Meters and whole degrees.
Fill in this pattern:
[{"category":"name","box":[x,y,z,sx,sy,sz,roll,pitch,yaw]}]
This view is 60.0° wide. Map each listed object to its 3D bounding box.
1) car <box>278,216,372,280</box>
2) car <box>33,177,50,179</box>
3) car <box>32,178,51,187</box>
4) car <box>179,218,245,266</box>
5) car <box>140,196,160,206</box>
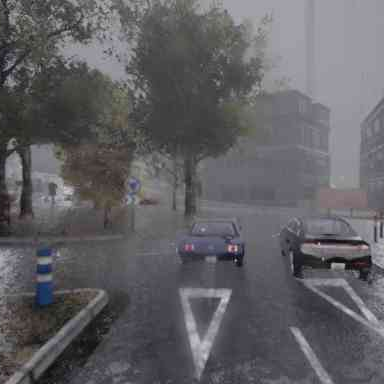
[{"category":"car","box":[3.753,1.470,10.006,2.128,1.511,4.902,0,0,10]},{"category":"car","box":[-35.900,-1.955,76.984,4.892,1.521,2.231,-3,6,-39]},{"category":"car","box":[-34.955,-1.679,74.185,4.792,1.488,2.163,-3,6,-39]},{"category":"car","box":[0.798,1.566,11.543,1.895,1.301,4.718,0,1,7]},{"category":"car","box":[-6.546,1.118,43.838,4.718,1.301,1.895,1,1,38]}]
